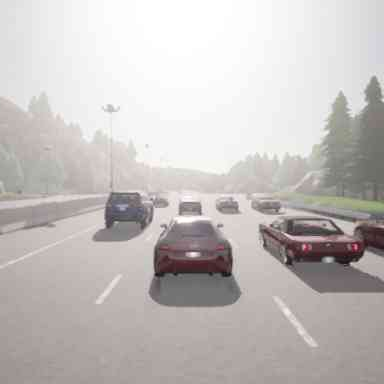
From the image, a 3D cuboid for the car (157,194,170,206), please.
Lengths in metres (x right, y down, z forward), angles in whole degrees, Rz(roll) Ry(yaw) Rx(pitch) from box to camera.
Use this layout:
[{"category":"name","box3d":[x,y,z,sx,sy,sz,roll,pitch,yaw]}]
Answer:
[{"category":"car","box3d":[-3.767,0.932,40.370,2.033,1.411,5.357,0,1,-1]}]

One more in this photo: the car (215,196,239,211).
[{"category":"car","box3d":[3.314,1.052,32.005,2.033,1.411,5.357,0,1,0]}]

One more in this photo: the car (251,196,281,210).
[{"category":"car","box3d":[6.821,1.064,31.084,2.033,1.411,5.357,0,1,0]}]

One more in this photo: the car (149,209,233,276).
[{"category":"car","box3d":[0.013,1.403,9.758,1.994,1.385,4.181,0,1,-1]}]

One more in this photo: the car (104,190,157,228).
[{"category":"car","box3d":[-3.576,0.915,19.660,2.150,2.045,5.566,0,1,-1]}]

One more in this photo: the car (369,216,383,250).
[{"category":"car","box3d":[7.007,1.302,10.436,1.882,1.535,5.008,0,1,-1]}]

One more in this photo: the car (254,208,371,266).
[{"category":"car","box3d":[3.504,1.422,10.806,1.895,1.301,4.718,0,1,-1]}]

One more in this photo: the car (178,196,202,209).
[{"category":"car","box3d":[-0.153,1.057,28.106,2.128,1.511,4.902,0,1,-1]}]
